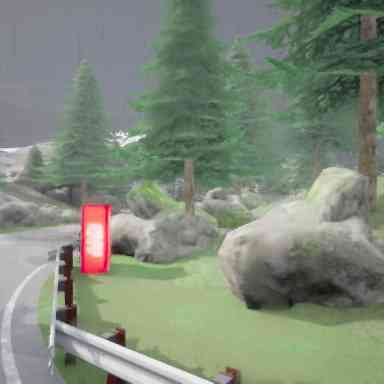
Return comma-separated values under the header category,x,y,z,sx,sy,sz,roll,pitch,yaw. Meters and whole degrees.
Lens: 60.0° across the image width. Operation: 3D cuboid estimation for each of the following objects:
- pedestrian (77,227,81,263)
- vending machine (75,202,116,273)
category,x,y,z,sx,sy,sz,roll,pitch,yaw
pedestrian,-3.509,1.464,11.113,0.375,1.860,0.375,1,-1,-7
vending machine,-2.976,1.359,10.363,1.100,2.100,0.880,1,-1,-11
